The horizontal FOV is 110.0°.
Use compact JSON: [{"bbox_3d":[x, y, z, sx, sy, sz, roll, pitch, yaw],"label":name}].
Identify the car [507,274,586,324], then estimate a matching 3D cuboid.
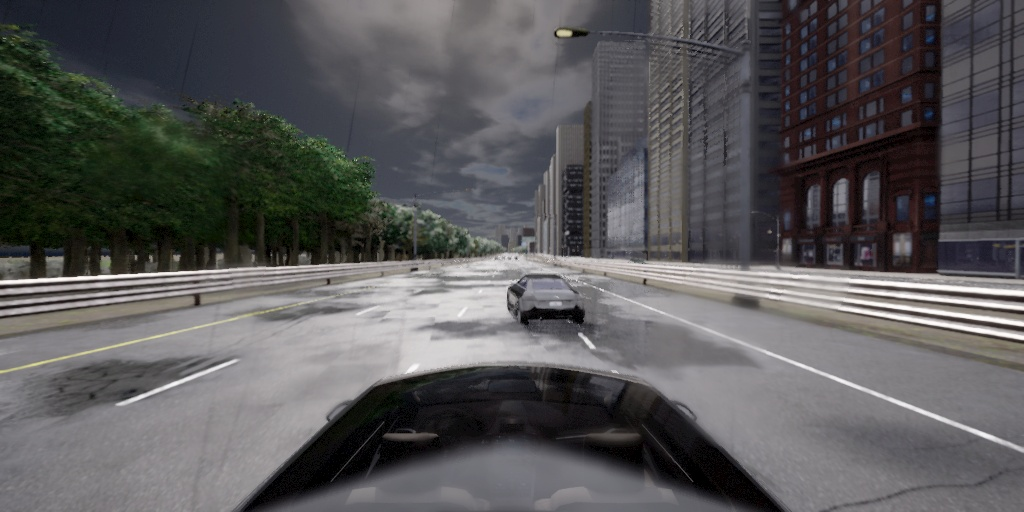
[{"bbox_3d":[0.973,1.295,11.973,1.994,1.385,4.181,0,0,-7],"label":"car"}]
